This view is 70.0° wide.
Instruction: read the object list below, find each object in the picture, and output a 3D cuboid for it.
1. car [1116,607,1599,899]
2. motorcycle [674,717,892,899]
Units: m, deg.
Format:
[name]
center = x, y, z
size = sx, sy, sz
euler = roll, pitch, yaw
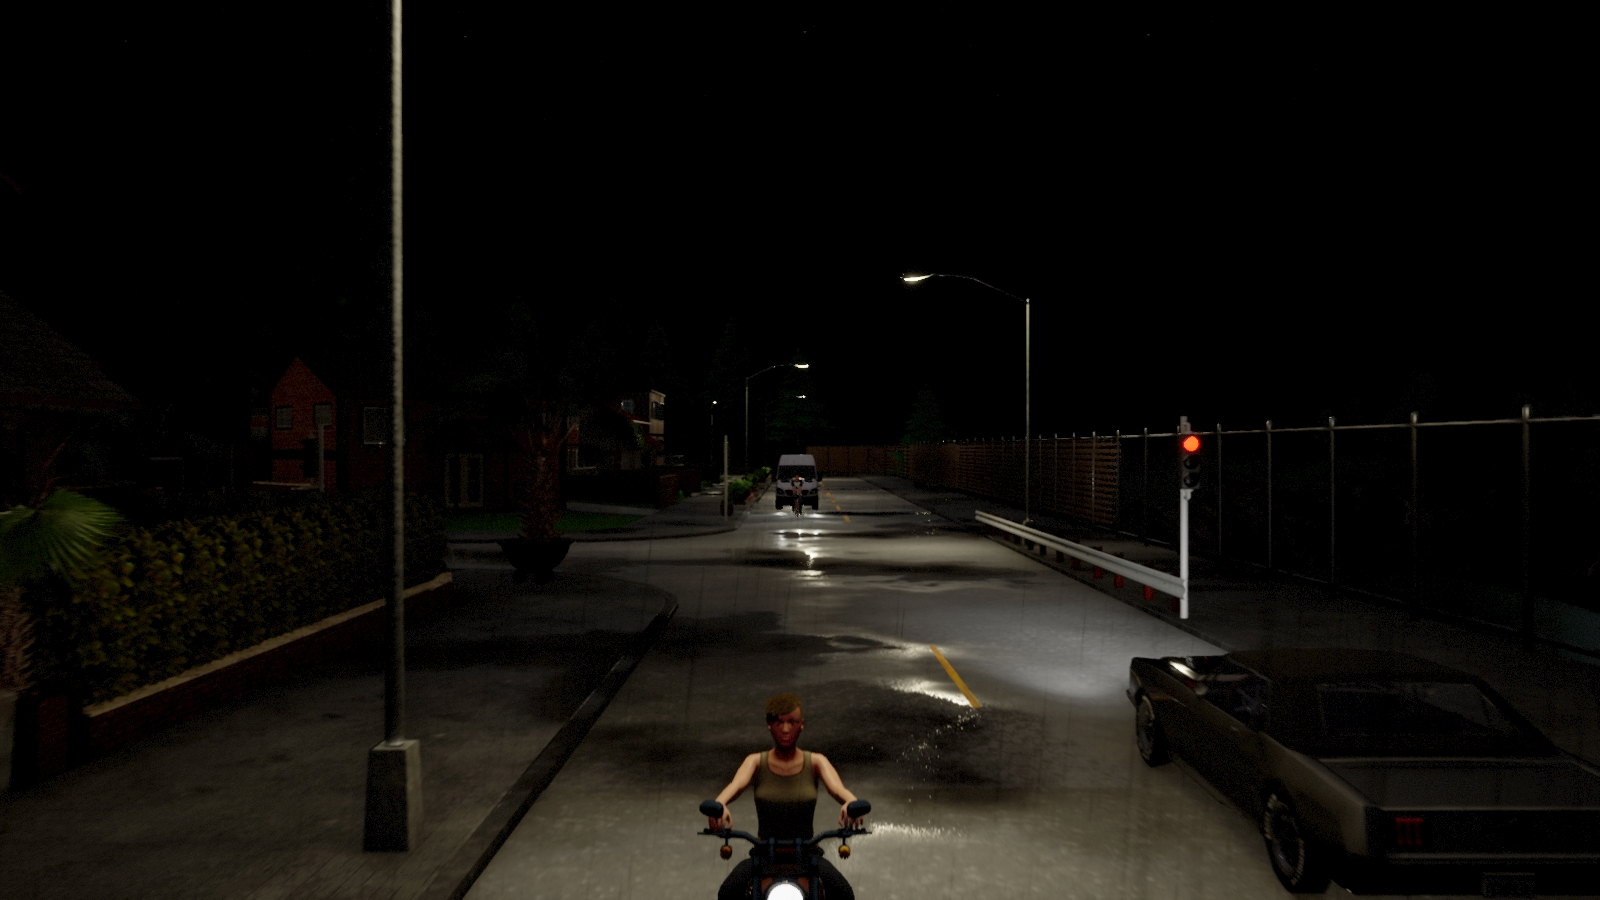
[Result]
[car]
center = 3.968, 2.148, 8.548
size = 1.895, 1.301, 4.718
euler = 0, 0, 0
[motorcycle]
center = -0.068, 2.150, 5.195
size = 0.764, 1.307, 2.356
euler = 0, 0, 0
